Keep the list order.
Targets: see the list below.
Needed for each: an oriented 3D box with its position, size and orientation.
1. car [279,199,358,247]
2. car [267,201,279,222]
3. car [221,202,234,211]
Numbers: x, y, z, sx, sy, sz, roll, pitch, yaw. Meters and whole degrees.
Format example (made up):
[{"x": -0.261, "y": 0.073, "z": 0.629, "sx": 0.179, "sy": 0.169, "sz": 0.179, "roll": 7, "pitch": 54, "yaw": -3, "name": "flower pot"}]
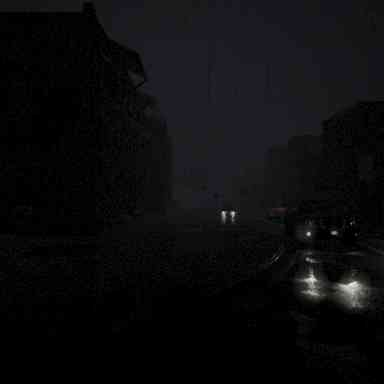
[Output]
[{"x": 5.827, "y": 1.335, "z": 15.779, "sx": 2.150, "sy": 2.045, "sz": 5.566, "roll": 0, "pitch": -2, "yaw": 5, "name": "car"}, {"x": 9.319, "y": 1.952, "z": 34.220, "sx": 2.150, "sy": 2.045, "sz": 5.566, "roll": 0, "pitch": -3, "yaw": 0, "name": "car"}, {"x": 6.051, "y": 2.436, "z": 56.451, "sx": 1.837, "sy": 1.490, "sz": 4.892, "roll": 0, "pitch": 1, "yaw": 0, "name": "car"}]
